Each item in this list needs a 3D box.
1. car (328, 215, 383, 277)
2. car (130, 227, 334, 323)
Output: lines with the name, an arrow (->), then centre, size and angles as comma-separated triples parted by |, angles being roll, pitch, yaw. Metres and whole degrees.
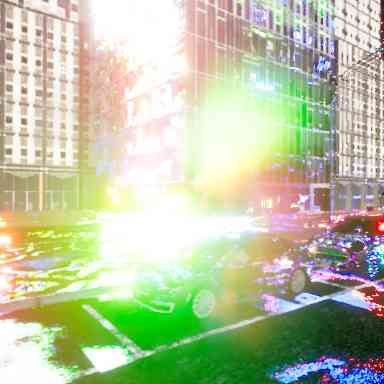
car -> 5.331, 1.482, 10.370 | 4.097, 1.590, 1.967 | 0, 0, -36
car -> 0.828, 1.570, 7.155 | 4.403, 1.369, 2.008 | 0, 0, -36
